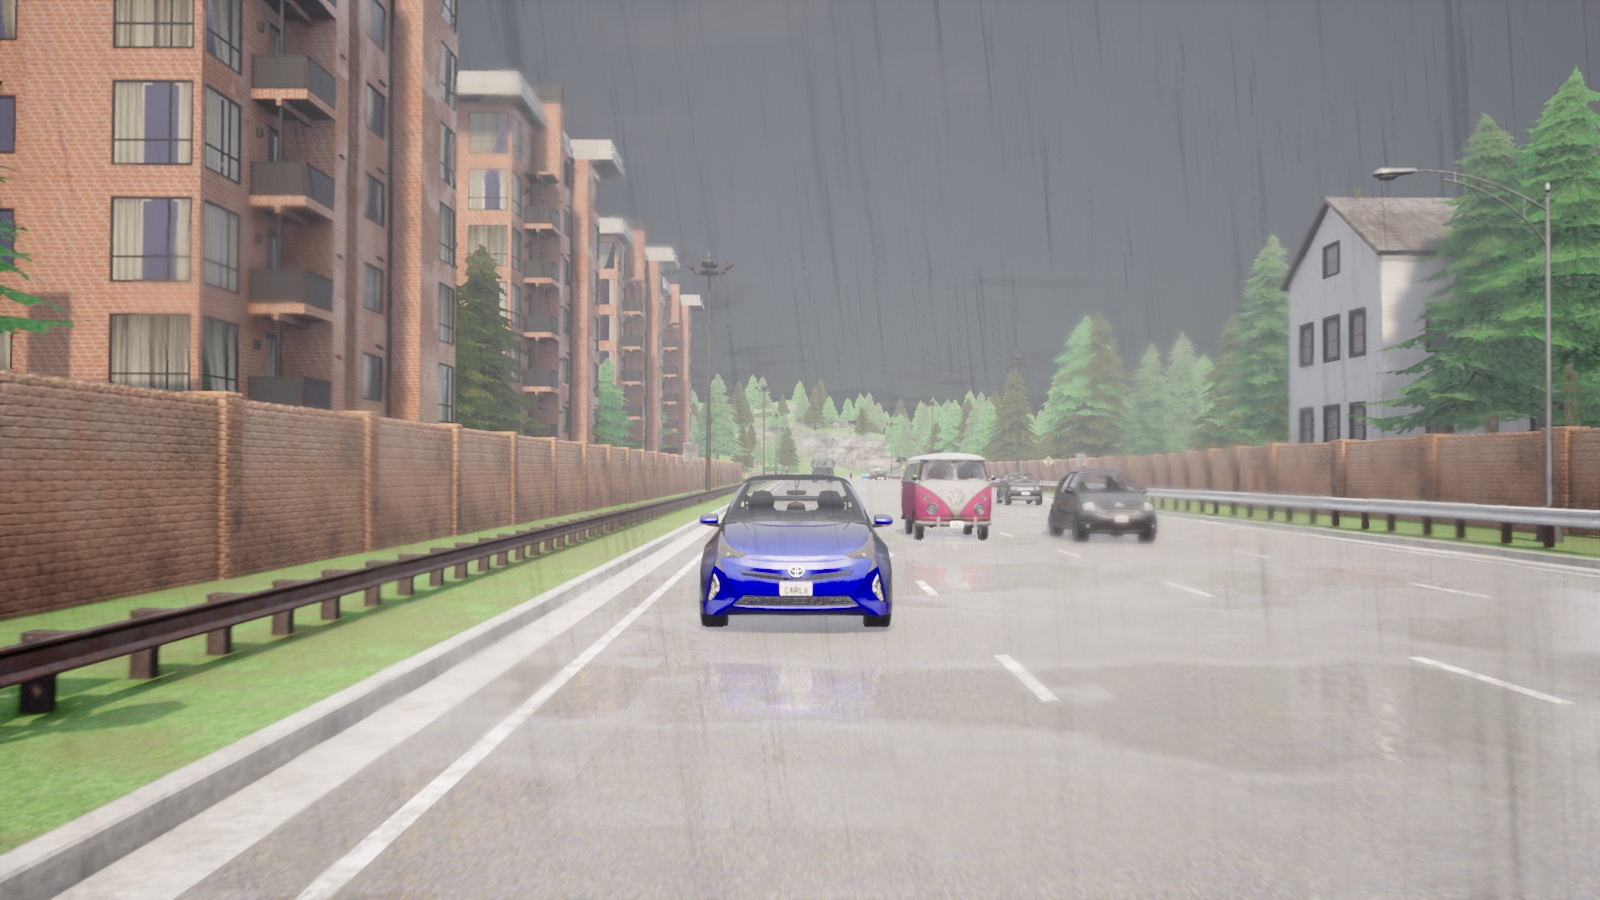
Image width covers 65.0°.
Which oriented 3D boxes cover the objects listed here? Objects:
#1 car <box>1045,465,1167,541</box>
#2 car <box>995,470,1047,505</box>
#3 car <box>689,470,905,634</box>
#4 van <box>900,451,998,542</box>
[{"bbox_3d":[6.935,1.168,28.879,1.851,1.617,3.988,0,-1,0],"label":"car"},{"bbox_3d":[10.356,1.742,59.162,1.789,1.549,3.705,0,-1,0],"label":"car"},{"bbox_3d":[-0.034,0.997,14.011,2.007,1.525,4.514,0,-1,0],"label":"car"},{"bbox_3d":[3.432,1.049,29.623,1.775,1.987,4.442,0,-1,0],"label":"van"}]
